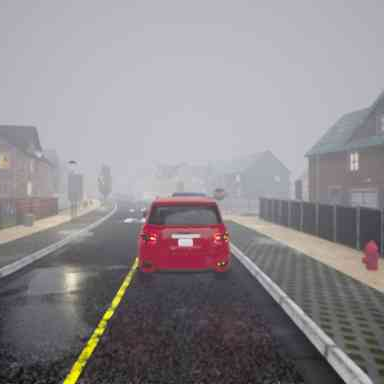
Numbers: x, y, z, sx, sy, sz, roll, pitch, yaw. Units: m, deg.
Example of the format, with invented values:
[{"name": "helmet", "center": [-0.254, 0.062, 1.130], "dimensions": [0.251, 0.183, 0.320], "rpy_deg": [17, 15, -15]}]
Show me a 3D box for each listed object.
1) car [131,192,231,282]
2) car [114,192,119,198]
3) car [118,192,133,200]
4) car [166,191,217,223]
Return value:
[{"name": "car", "center": [-0.281, 1.136, 9.666], "dimensions": [2.150, 2.045, 5.566], "rpy_deg": [0, 0, -3]}, {"name": "car", "center": [-17.819, 0.743, 81.530], "dimensions": [1.882, 1.535, 5.008], "rpy_deg": [0, 0, -22]}, {"name": "car", "center": [-13.857, 0.957, 71.826], "dimensions": [2.033, 1.411, 5.357], "rpy_deg": [0, 0, -22]}, {"name": "car", "center": [0.104, 1.004, 25.119], "dimensions": [2.150, 2.045, 5.566], "rpy_deg": [0, 0, 19]}]
